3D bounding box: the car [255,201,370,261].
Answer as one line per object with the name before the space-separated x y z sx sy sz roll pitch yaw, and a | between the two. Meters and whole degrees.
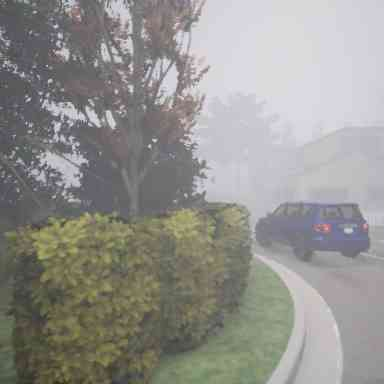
car | 4.452 1.381 13.254 2.150 2.045 5.566 0 -1 -12
